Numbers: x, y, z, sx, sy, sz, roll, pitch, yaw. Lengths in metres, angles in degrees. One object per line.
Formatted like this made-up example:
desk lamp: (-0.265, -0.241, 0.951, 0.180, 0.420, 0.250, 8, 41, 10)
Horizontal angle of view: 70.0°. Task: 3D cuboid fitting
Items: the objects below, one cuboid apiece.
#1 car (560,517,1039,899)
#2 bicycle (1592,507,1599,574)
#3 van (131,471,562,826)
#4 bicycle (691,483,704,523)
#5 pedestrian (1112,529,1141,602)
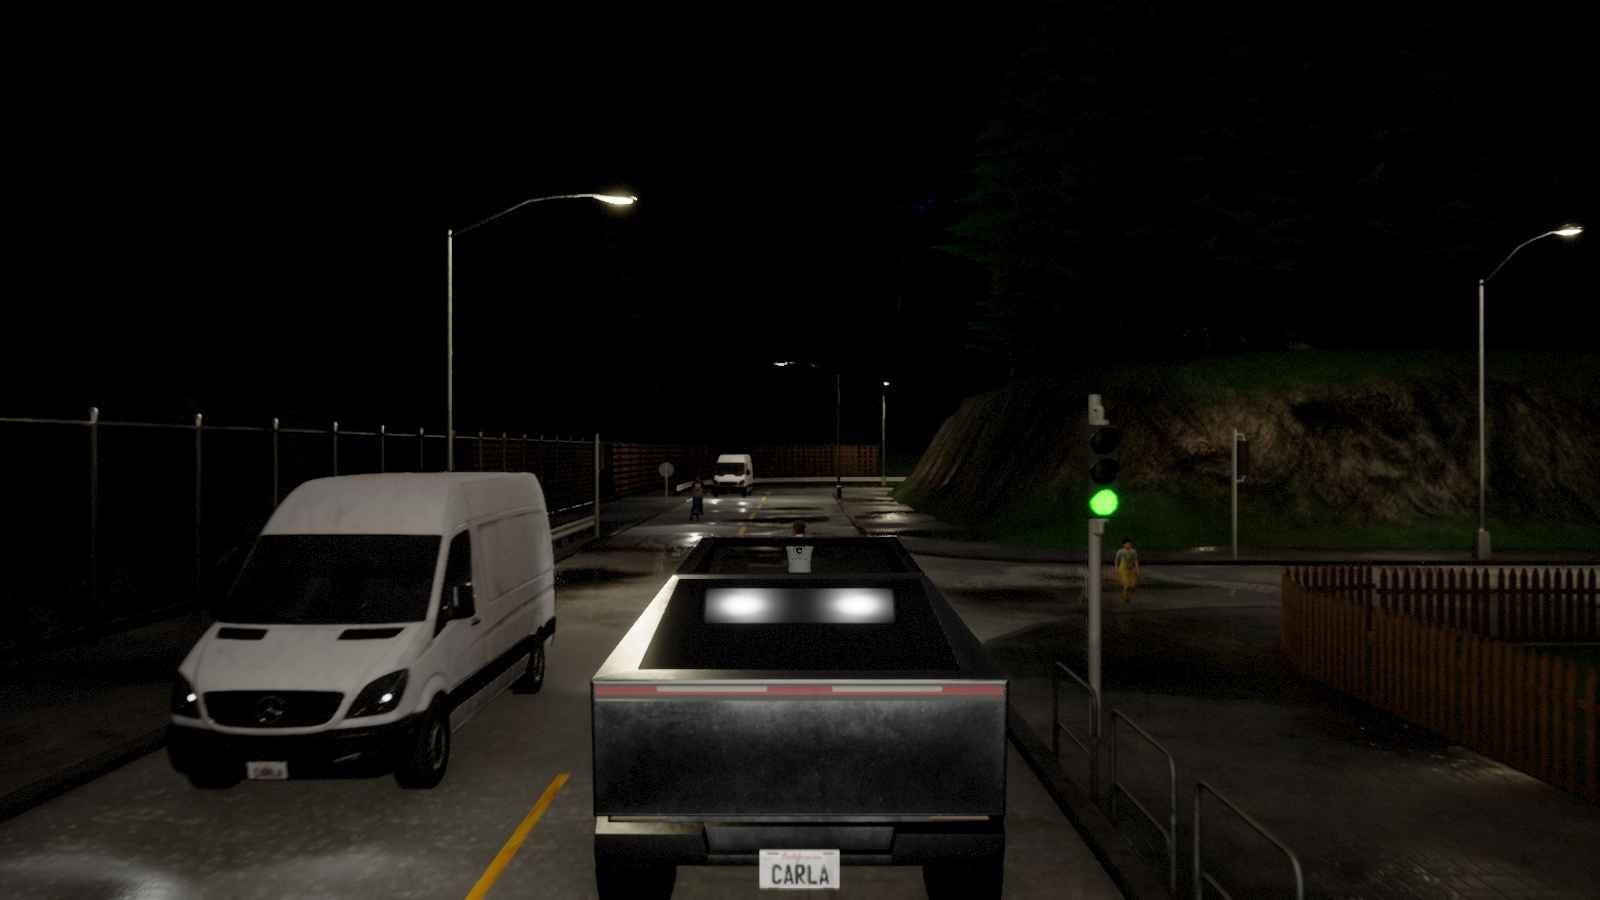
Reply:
car: (-0.003, 1.754, 8.834, 2.390, 2.098, 6.274, 0, 0, 0)
bicycle: (18.913, 2.058, 25.910, 1.643, 1.496, 0.373, 0, 0, 0)
van: (-4.000, 1.536, 11.493, 1.988, 2.561, 5.915, 0, 0, 0)
bicycle: (-4.008, 2.059, 44.753, 0.373, 1.496, 1.643, 0, 0, 0)
pedestrian: (6.022, 2.130, 21.080, 0.375, 1.300, 0.375, 0, 0, -11)
